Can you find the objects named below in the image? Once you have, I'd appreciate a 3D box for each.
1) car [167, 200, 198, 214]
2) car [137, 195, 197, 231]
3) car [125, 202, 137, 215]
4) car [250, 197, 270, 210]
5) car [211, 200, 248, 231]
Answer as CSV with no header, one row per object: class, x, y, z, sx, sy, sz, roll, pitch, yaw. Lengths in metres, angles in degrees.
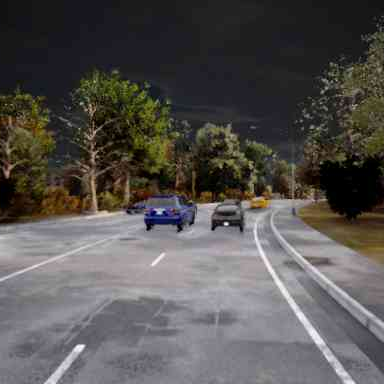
car,-0.937,1.591,36.427,1.994,1.385,4.181,-1,0,19
car,-1.236,1.208,20.621,2.150,2.045,5.566,-1,0,11
car,-5.168,1.680,34.702,1.895,1.301,4.718,-1,0,17
car,8.433,1.351,41.141,1.882,1.535,5.008,-1,0,22
car,2.298,1.461,20.382,1.837,1.490,4.892,-1,0,11
